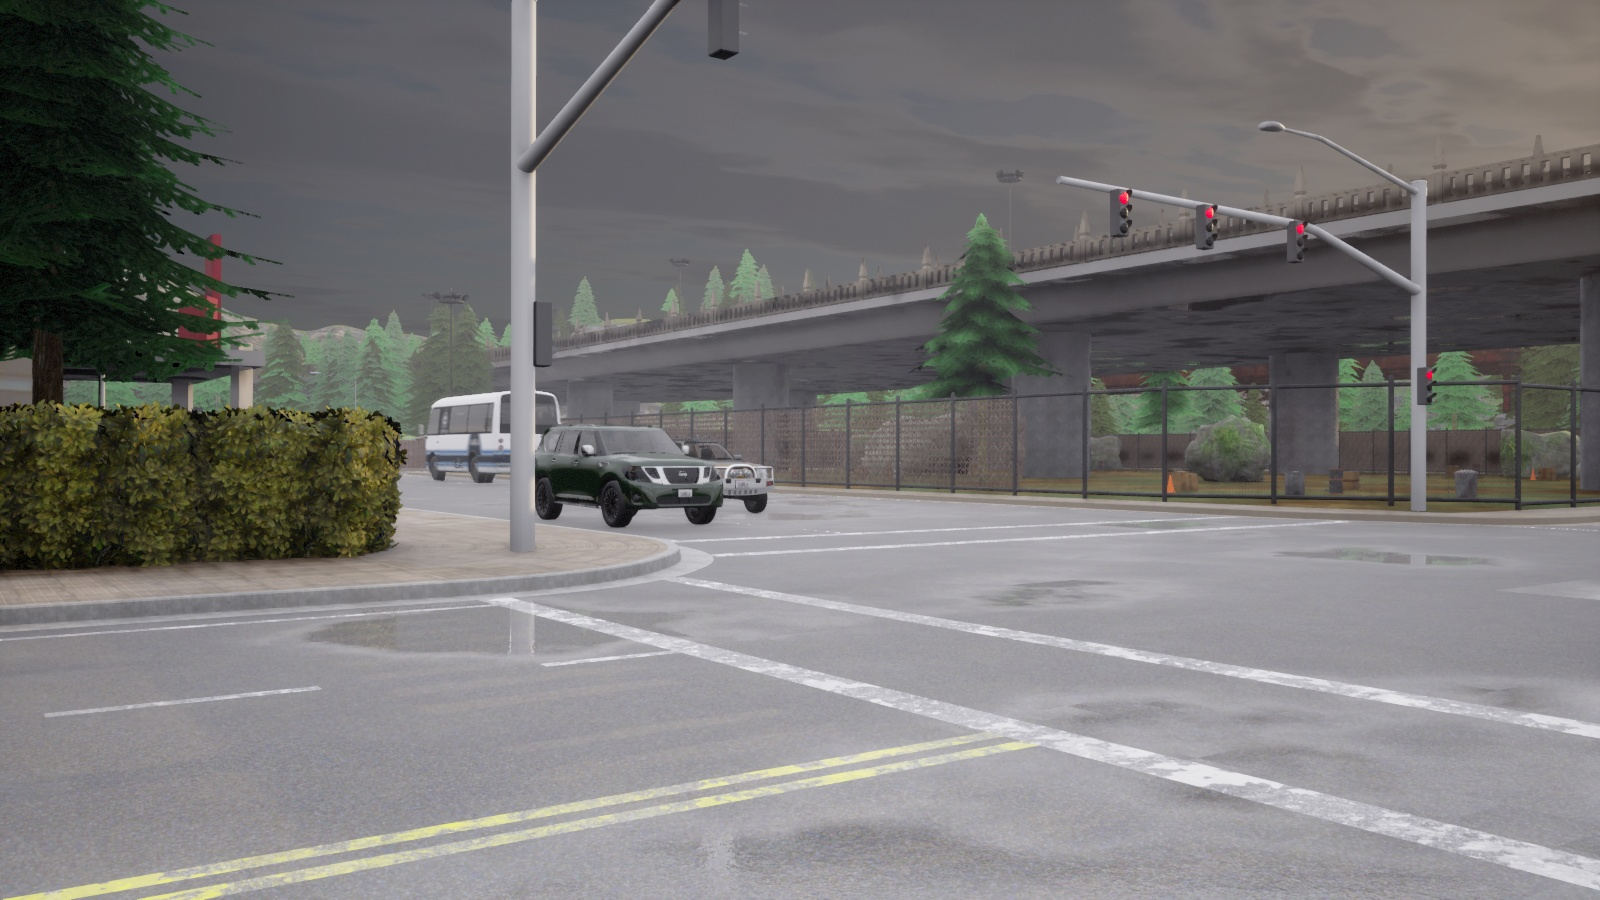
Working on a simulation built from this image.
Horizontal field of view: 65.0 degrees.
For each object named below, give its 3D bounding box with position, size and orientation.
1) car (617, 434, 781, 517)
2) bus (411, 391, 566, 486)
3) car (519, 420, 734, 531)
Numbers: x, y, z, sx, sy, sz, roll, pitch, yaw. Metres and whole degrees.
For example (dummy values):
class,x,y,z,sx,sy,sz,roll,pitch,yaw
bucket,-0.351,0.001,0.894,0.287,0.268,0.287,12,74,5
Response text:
class,x,y,z,sx,sy,sz,roll,pitch,yaw
car,-2.549,0.586,30.481,1.932,1.855,4.605,0,0,-35
bus,-15.387,-0.504,61.302,3.944,4.253,10.273,0,0,-35
car,-3.753,0.480,26.071,2.150,2.045,5.566,0,0,-35
